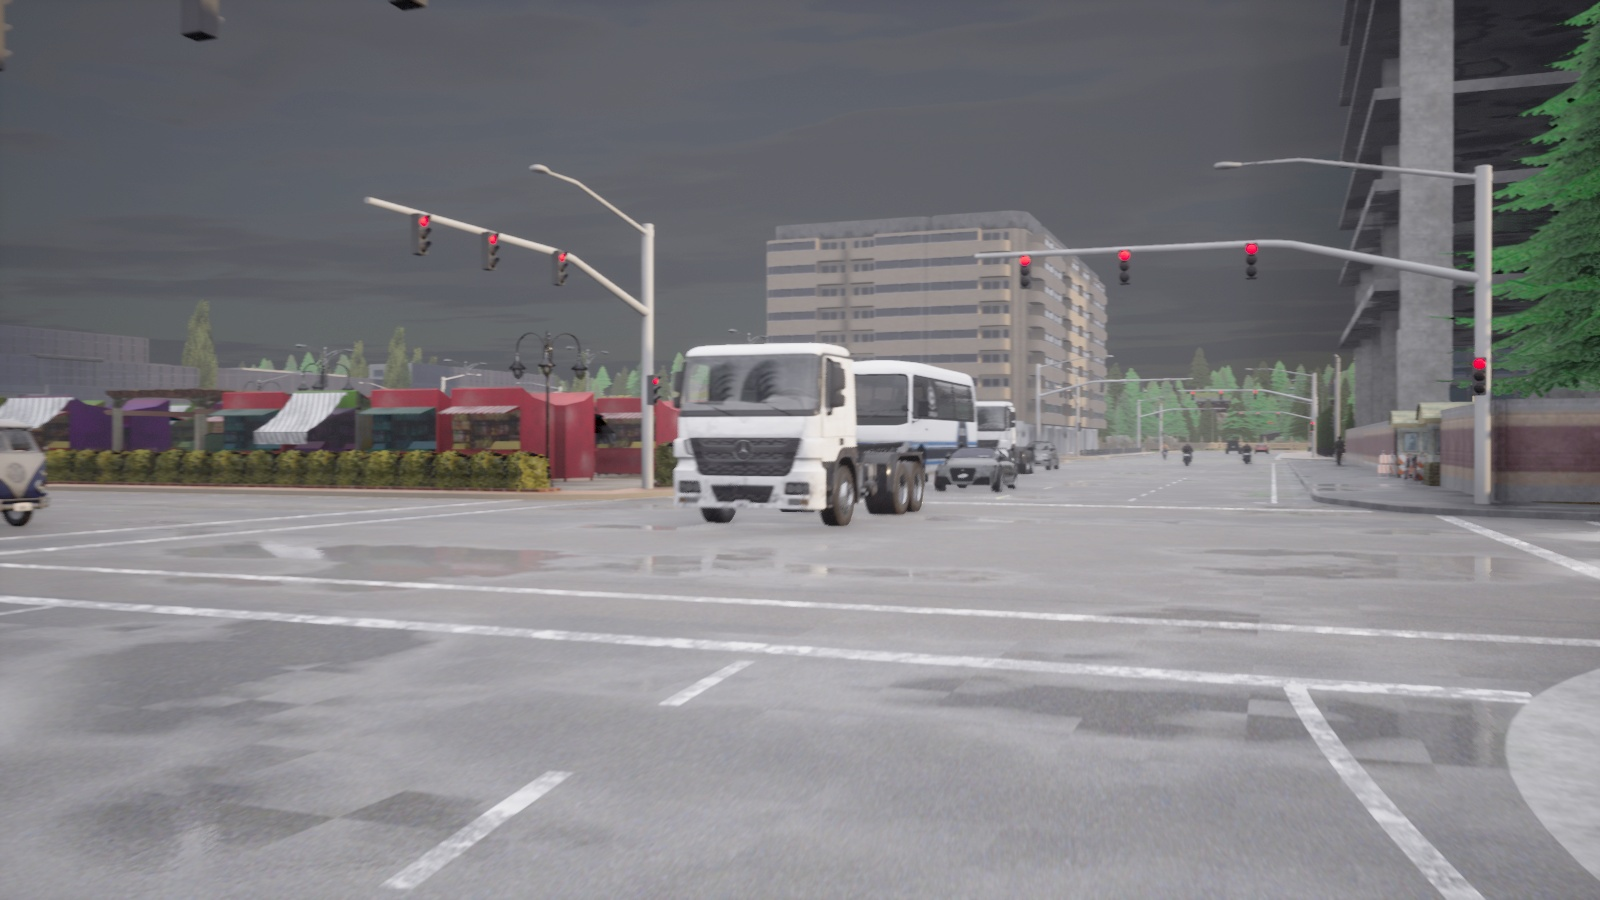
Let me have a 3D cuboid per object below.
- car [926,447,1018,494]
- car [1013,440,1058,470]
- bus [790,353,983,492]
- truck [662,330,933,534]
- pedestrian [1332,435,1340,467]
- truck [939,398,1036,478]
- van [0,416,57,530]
[{"bbox_3d":[5.475,0.598,39.477,1.994,1.385,4.181,0,0,20],"label":"car"},{"bbox_3d":[13.161,0.276,70.019,1.851,1.617,3.988,0,0,21],"label":"car"},{"bbox_3d":[3.325,-0.870,43.705,3.944,4.253,10.273,0,0,20],"label":"bus"},{"bbox_3d":[0.289,-0.338,25.596,2.891,3.462,7.936,0,0,21],"label":"truck"},{"bbox_3d":[32.397,0.046,75.895,0.395,1.930,0.692,0,0,20],"label":"pedestrian"},{"bbox_3d":[8.854,-0.549,58.493,2.891,3.462,7.936,0,0,20],"label":"truck"},{"bbox_3d":[-15.895,0.393,22.796,4.442,1.987,1.775,0,0,21],"label":"van"}]
